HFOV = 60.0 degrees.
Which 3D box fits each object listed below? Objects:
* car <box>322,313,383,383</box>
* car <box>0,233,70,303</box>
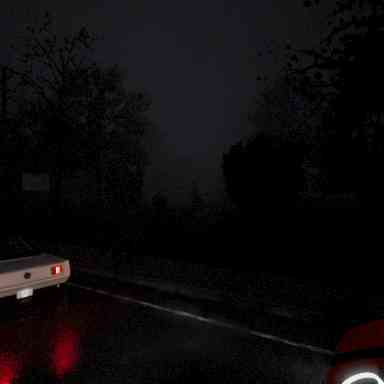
[{"bbox_3d":[3.101,1.352,1.815,4.553,1.767,2.097,0,0,35],"label":"car"},{"bbox_3d":[-4.920,1.601,7.494,4.718,1.301,1.895,0,0,35],"label":"car"}]
